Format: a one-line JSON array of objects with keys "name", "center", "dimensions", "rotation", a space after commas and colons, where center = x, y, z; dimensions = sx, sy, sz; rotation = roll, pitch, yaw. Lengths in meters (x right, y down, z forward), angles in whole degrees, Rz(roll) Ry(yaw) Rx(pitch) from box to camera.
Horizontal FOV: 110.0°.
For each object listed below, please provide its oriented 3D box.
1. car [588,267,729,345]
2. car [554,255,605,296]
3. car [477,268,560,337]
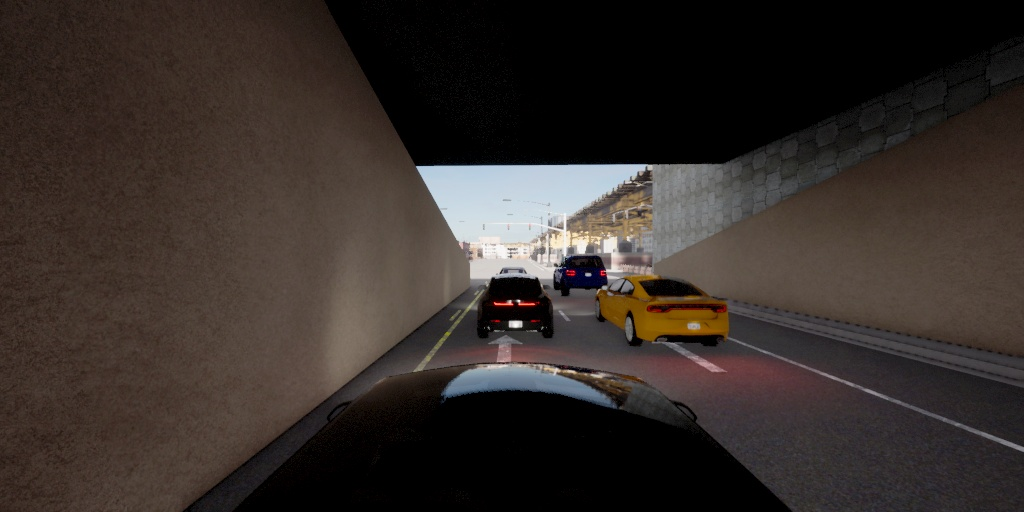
[{"name": "car", "center": [3.574, 1.228, 9.515], "dimensions": [1.882, 1.535, 5.008], "rotation": [0, 0, 0]}, {"name": "car", "center": [3.569, 0.971, 19.484], "dimensions": [2.150, 2.045, 5.566], "rotation": [0, 0, 0]}, {"name": "car", "center": [0.076, 1.255, 10.313], "dimensions": [1.837, 1.490, 4.892], "rotation": [0, 0, 0]}]
